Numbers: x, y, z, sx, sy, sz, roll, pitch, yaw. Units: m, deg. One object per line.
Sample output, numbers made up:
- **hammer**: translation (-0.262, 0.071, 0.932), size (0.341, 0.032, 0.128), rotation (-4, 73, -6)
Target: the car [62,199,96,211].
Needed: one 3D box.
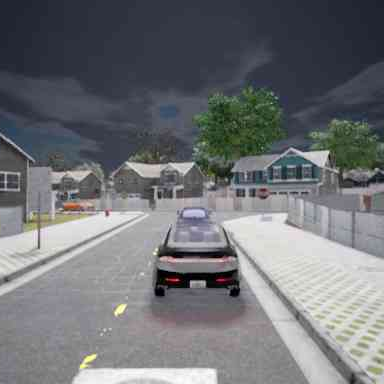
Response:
- **car**: translation (-14.660, 1.713, 43.114), size (4.553, 1.767, 2.097), rotation (-2, -2, 31)

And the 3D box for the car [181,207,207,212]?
- **car**: translation (0.113, 1.522, 18.026), size (1.812, 1.442, 4.674), rotation (0, 0, 0)

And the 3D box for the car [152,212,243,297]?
- **car**: translation (0.109, 1.490, 8.570), size (2.128, 1.511, 4.902), rotation (0, 0, 0)
